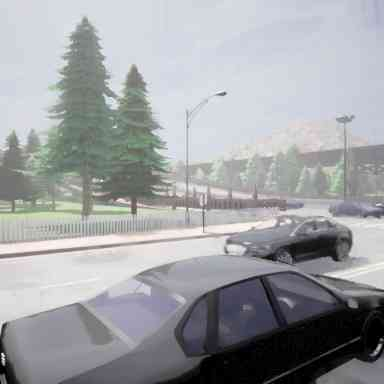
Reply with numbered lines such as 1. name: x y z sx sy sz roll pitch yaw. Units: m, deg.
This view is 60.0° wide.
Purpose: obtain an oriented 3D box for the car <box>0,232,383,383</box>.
1. car: 0.551 1.547 4.139 5.357 1.411 2.033 0 0 -35

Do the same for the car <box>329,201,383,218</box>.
1. car: 14.668 1.547 29.825 2.033 1.411 5.357 0 0 -18

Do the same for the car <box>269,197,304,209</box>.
1. car: 11.329 1.517 42.152 1.812 1.442 4.674 0 0 -37

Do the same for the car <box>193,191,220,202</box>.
1. car: 2.516 0.796 59.604 2.128 1.511 4.902 0 4 -37

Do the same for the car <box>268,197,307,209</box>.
1. car: 13.024 1.469 45.707 1.882 1.535 5.008 0 0 -37

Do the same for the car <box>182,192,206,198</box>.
1. car: 0.144 0.836 56.924 1.882 1.535 5.008 0 4 -37

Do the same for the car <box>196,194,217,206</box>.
1. car: 2.767 1.446 47.633 1.895 1.301 4.718 0 2 -37

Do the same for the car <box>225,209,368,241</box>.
1. car: 3.153 1.491 10.517 4.902 1.511 2.128 0 0 -35
